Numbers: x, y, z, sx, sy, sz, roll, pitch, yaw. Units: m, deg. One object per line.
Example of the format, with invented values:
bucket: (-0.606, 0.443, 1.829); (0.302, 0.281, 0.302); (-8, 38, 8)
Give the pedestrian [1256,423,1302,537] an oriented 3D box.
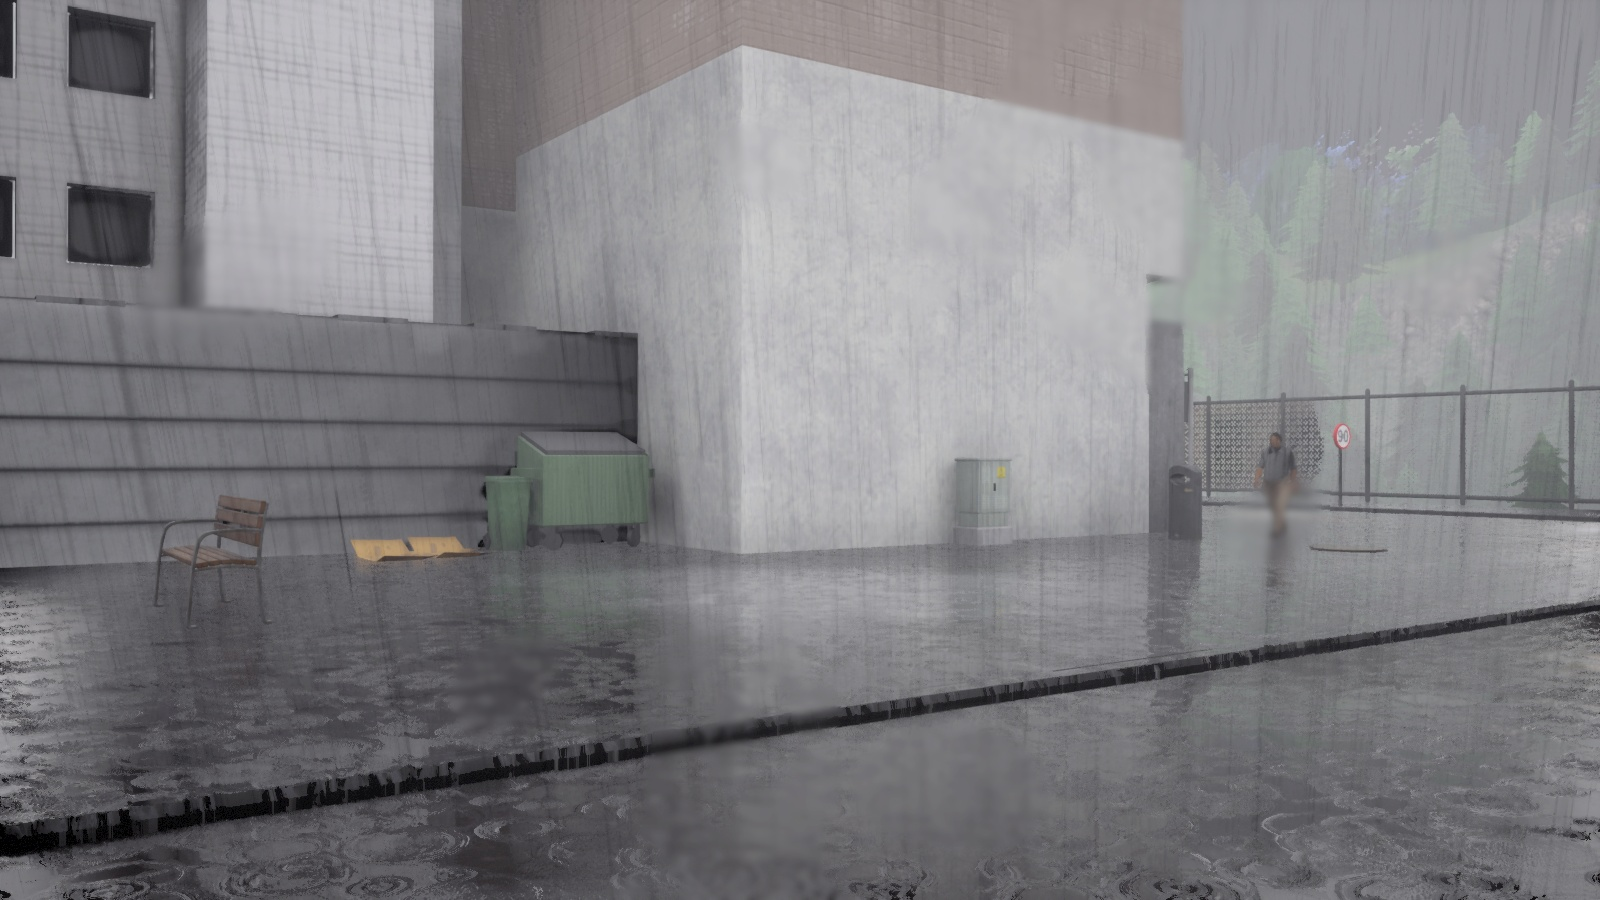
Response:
pedestrian: (7.939, 0.489, 20.808); (0.540, 1.848, 0.694); (0, 0, 36)
